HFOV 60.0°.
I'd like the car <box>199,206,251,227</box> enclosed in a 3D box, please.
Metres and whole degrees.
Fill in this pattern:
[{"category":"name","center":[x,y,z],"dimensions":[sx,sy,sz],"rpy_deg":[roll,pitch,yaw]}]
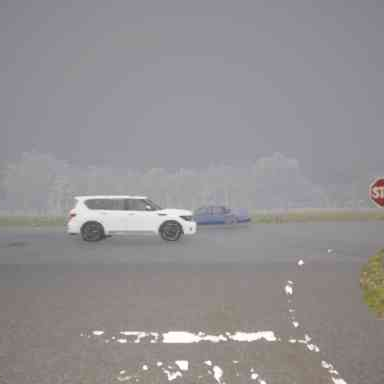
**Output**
[{"category":"car","center":[1.138,1.617,21.934],"dimensions":[5.357,1.411,2.033],"rpy_deg":[-2,-2,-1]}]

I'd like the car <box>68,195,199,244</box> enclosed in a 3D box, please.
[{"category":"car","center":[-2.632,1.178,14.903],"dimensions":[5.566,2.045,2.150],"rpy_deg":[-1,-2,0]}]
